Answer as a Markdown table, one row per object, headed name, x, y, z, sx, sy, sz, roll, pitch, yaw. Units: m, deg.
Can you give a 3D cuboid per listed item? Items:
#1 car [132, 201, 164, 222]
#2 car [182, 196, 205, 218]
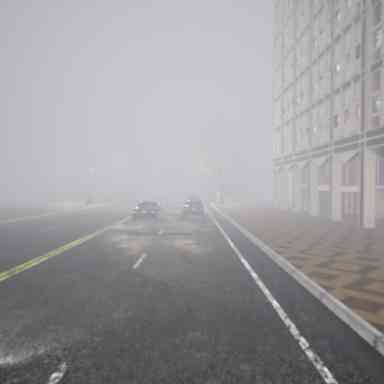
| name | x | y | z | sx | sy | sz | roll | pitch | yaw |
| --- | --- | --- | --- | --- | --- | --- | --- | --- | --- |
| car | -3.152 | 1.349 | 24.419 | 2.033 | 1.411 | 5.357 | 0 | 1 | 0 |
| car | 0.107 | 1.325 | 27.347 | 2.033 | 1.411 | 5.357 | 0 | 1 | 0 |
